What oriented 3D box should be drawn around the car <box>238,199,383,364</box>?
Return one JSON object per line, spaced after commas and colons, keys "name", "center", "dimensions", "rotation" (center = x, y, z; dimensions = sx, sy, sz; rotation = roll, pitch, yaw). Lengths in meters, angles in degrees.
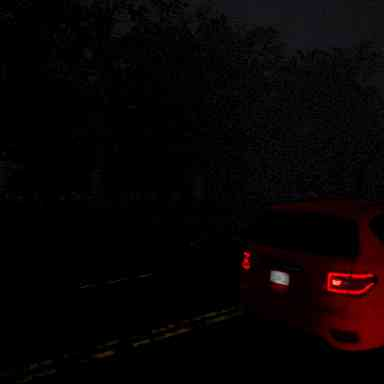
{"name": "car", "center": [3.299, 1.140, 5.790], "dimensions": [5.566, 2.045, 2.150], "rotation": [-1, 1, -35]}
